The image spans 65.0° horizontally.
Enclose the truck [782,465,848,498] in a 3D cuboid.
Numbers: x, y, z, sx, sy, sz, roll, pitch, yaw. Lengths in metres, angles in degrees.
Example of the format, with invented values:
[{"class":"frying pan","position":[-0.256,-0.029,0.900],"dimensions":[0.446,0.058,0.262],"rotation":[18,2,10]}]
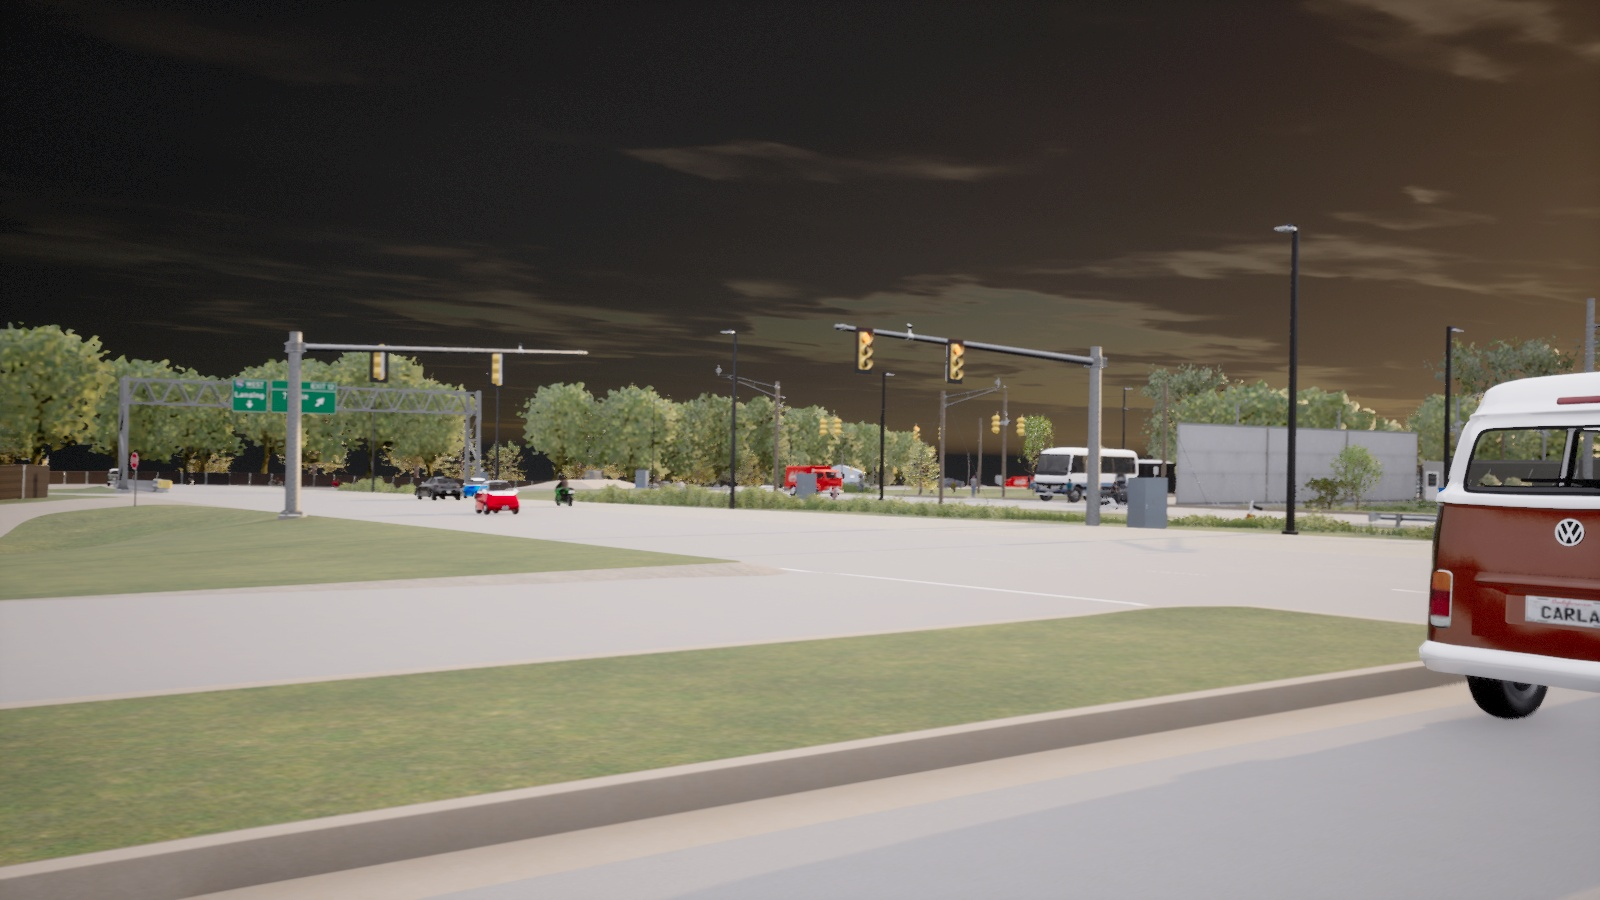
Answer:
[{"class":"truck","position":[1.180,2.447,98.875],"dimensions":[2.627,2.467,5.204],"rotation":[1,-1,-35]}]

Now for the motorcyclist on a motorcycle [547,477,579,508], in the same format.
[{"class":"motorcyclist on a motorcycle","position":[-11.789,2.115,62.470],"dimensions":[0.797,1.523,2.044],"rotation":[1,-1,-34]}]

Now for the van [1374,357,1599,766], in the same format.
[{"class":"van","position":[5.761,0.592,7.638],"dimensions":[4.480,2.038,2.069],"rotation":[1,-2,-34]}]

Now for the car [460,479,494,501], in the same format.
[{"class":"car","position":[-21.174,2.590,82.301],"dimensions":[1.481,1.376,2.207],"rotation":[1,-1,-34]}]

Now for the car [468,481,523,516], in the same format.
[{"class":"car","position":[-12.394,1.960,50.991],"dimensions":[1.481,1.376,2.207],"rotation":[1,-2,-34]}]

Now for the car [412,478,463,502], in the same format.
[{"class":"car","position":[-22.553,2.467,78.130],"dimensions":[1.816,1.474,4.193],"rotation":[1,-1,-34]}]

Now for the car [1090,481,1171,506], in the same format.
[{"class":"car","position":[21.436,2.792,81.592],"dimensions":[2.128,1.511,4.902],"rotation":[1,-1,-34]}]
